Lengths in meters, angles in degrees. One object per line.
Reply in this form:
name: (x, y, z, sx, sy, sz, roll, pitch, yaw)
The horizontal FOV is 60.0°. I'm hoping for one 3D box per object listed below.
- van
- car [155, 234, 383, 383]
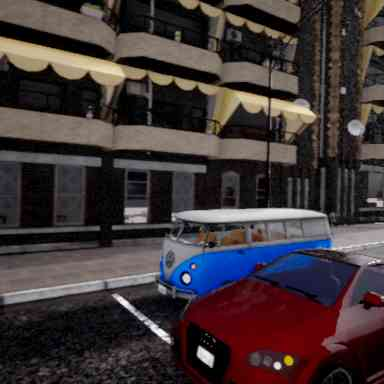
van: (1.252, 1.270, 7.193, 3.998, 1.788, 1.690, 0, 2, -32)
car: (1.824, 1.530, 4.516, 4.181, 1.385, 1.994, 0, 1, -32)
